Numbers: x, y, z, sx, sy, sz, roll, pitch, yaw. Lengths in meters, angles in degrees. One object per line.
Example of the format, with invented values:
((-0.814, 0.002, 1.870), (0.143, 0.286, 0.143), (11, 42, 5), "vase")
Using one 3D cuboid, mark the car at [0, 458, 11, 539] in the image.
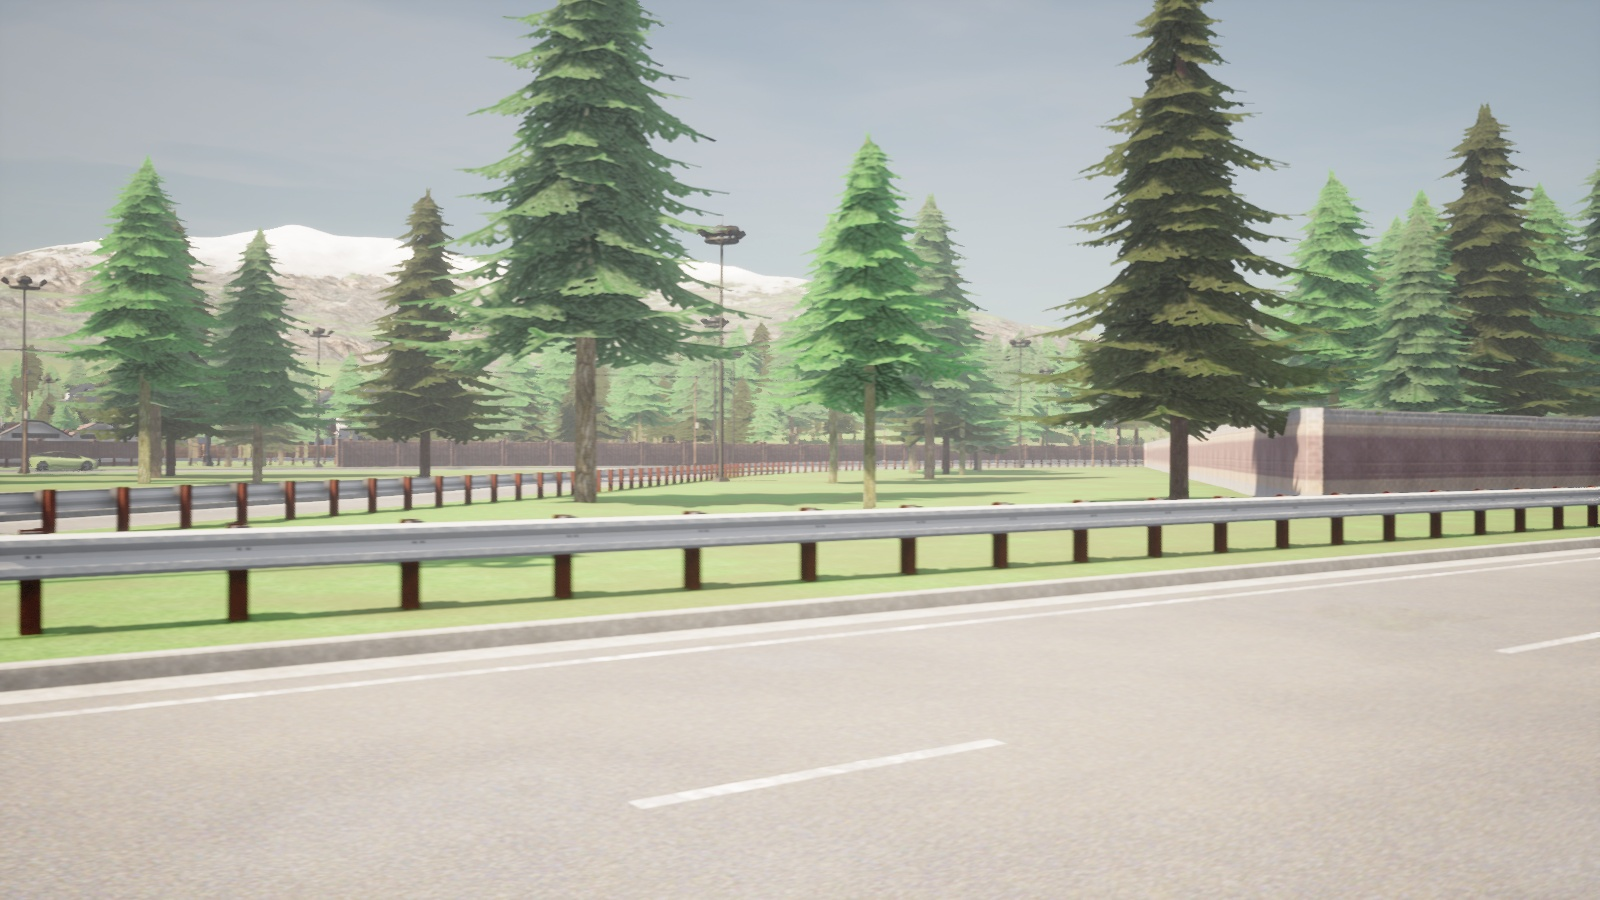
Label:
((-15.584, 0.853, 20.391), (1.812, 1.442, 4.674), (0, 0, 17), "car")
